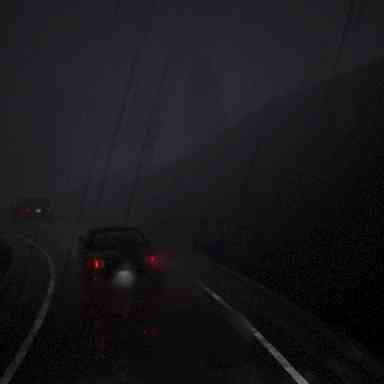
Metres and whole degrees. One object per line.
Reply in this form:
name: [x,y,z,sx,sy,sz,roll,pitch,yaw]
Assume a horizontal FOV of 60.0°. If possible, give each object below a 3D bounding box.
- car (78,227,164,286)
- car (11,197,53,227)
car: [-2.340,1.674,9.821,1.895,1.301,4.718,0,0,-21]
car: [-12.323,1.438,25.464,2.150,2.045,5.566,0,-1,-36]
